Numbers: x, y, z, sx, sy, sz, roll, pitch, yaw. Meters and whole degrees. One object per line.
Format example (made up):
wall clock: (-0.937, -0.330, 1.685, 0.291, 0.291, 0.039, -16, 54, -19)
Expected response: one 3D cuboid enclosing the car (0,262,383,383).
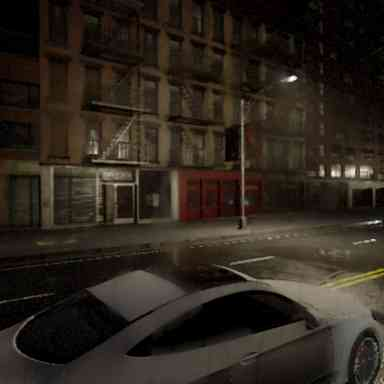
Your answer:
car: (0.184, 1.527, 3.571, 4.674, 1.442, 1.812, 0, 0, -36)
